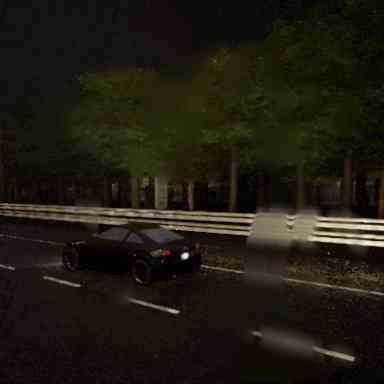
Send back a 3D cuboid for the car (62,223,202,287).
[{"bbox_3d":[-1.804,1.569,9.450,4.181,1.385,1.994,0,0,35],"label":"car"}]
